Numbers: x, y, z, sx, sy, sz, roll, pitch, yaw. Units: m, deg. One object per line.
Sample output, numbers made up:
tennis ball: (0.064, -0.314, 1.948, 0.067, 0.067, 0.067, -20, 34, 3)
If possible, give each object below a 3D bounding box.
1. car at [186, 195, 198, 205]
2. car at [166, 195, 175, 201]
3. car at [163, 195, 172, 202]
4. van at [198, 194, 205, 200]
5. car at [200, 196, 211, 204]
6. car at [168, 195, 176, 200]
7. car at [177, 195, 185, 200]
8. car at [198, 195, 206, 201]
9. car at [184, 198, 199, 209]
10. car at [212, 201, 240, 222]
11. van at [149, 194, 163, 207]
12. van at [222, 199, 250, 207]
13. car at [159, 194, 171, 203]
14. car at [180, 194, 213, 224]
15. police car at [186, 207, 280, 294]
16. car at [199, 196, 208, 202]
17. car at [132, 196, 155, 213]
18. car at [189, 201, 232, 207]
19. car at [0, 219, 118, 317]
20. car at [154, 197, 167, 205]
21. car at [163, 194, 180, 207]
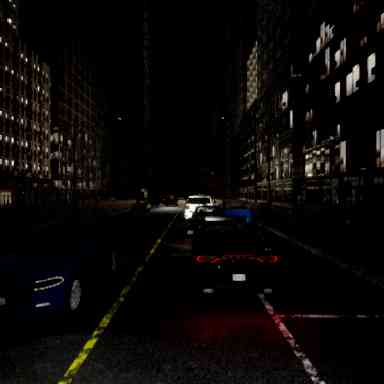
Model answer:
car: (-0.029, 1.358, 60.147, 2.097, 1.767, 4.553, 0, 0, 0)
car: (-5.735, 1.555, 89.101, 1.887, 1.381, 4.507, 0, 0, 0)
car: (-5.730, 1.534, 77.595, 1.752, 1.417, 4.829, 0, 0, 0)
van: (2.643, 1.352, 94.771, 1.690, 1.788, 3.998, 0, 0, 0)
car: (2.657, 1.557, 66.432, 2.008, 1.369, 4.403, 0, 0, 0)
car: (-5.738, 1.577, 94.769, 1.947, 1.339, 4.313, 0, 0, 0)
car: (-3.045, 1.488, 92.493, 1.882, 1.535, 5.008, 0, 0, 0)
car: (2.645, 1.555, 89.104, 1.887, 1.381, 4.507, 0, 0, 0)
car: (-0.004, 1.567, 46.216, 1.994, 1.385, 4.181, 0, 0, 0)
car: (2.676, 1.526, 26.926, 1.752, 1.417, 4.829, 0, 0, 0)
van: (-5.716, 1.345, 49.425, 1.690, 1.788, 3.998, 0, 0, 0)
van: (2.678, 1.341, 21.088, 1.690, 1.788, 3.998, 0, 0, 0)
car: (-5.727, 1.323, 72.097, 2.192, 1.841, 5.009, 0, 0, 0)
car: (0.648, 1.224, 24.929, 2.150, 2.045, 5.566, 0, 0, 4)
police car: (0.896, 1.425, 8.930, 1.930, 1.638, 5.238, 0, 0, 0)
car: (2.651, 1.553, 77.768, 1.887, 1.381, 4.507, 0, 0, 0)
car: (-5.710, 1.528, 37.919, 1.752, 1.417, 4.829, 0, 0, 0)
car: (0.891, 1.478, 18.821, 1.882, 1.535, 5.008, 0, 0, 0)
car: (-3.104, 1.477, 7.823, 1.882, 1.535, 5.008, 0, 0, 0)
car: (-5.721, 1.556, 60.761, 2.008, 1.369, 4.403, 0, 0, 0)
car: (-3.119, 1.495, 50.835, 2.128, 1.511, 4.902, 0, 0, 0)
